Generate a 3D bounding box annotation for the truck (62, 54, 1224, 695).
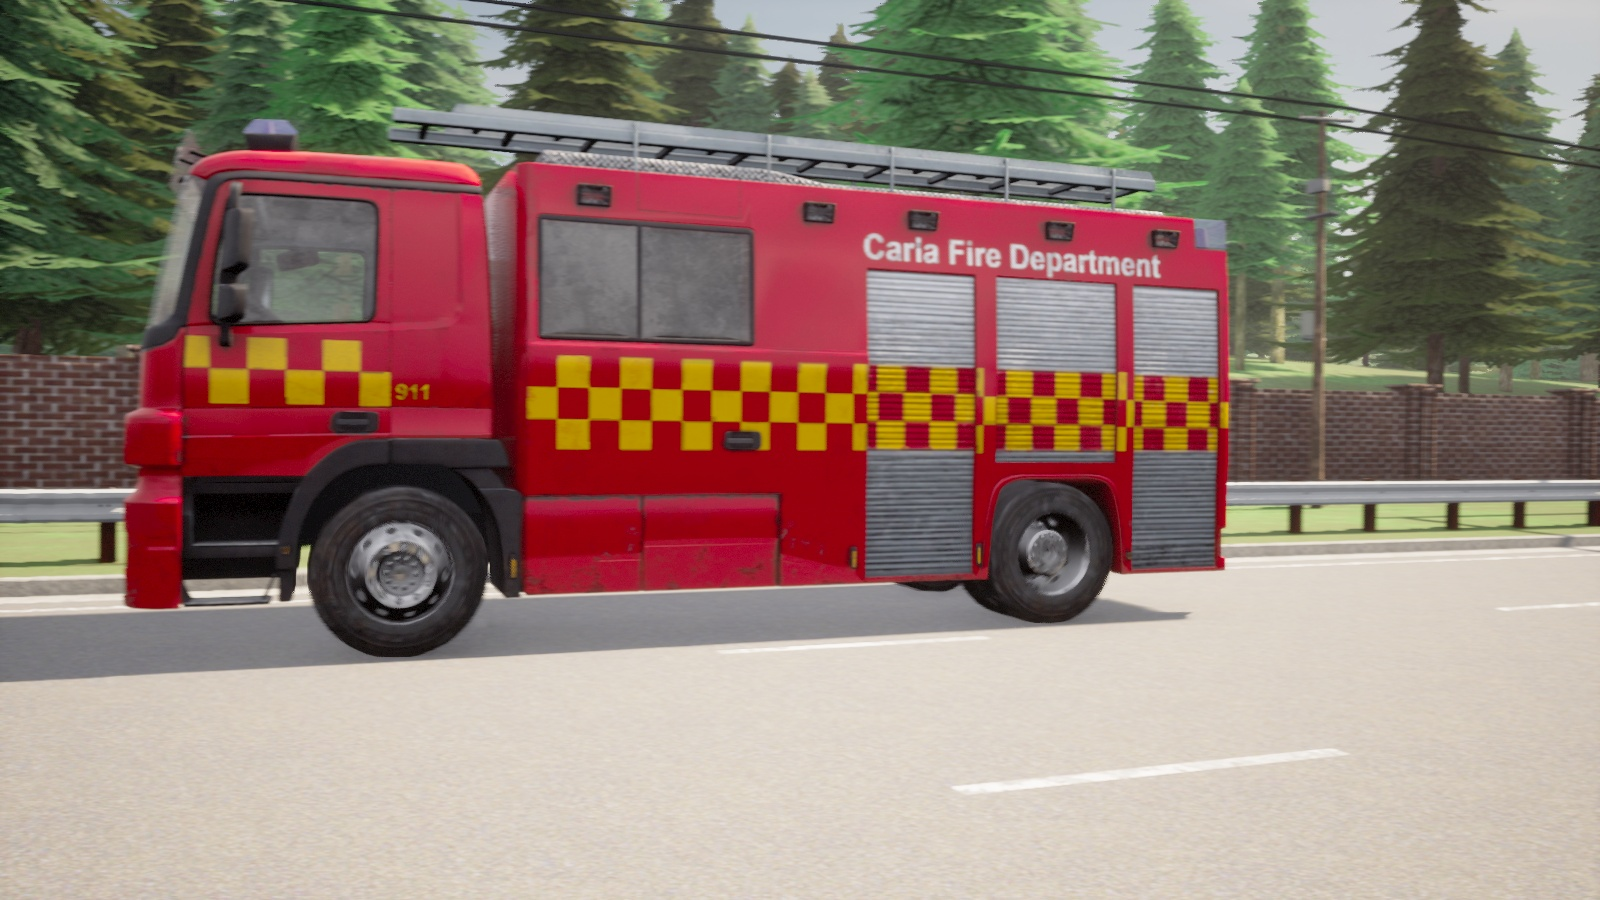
[{"bbox_3d":[-0.929,-0.525,10.359,8.468,3.827,2.891,-1,1,-21],"label":"truck"}]
